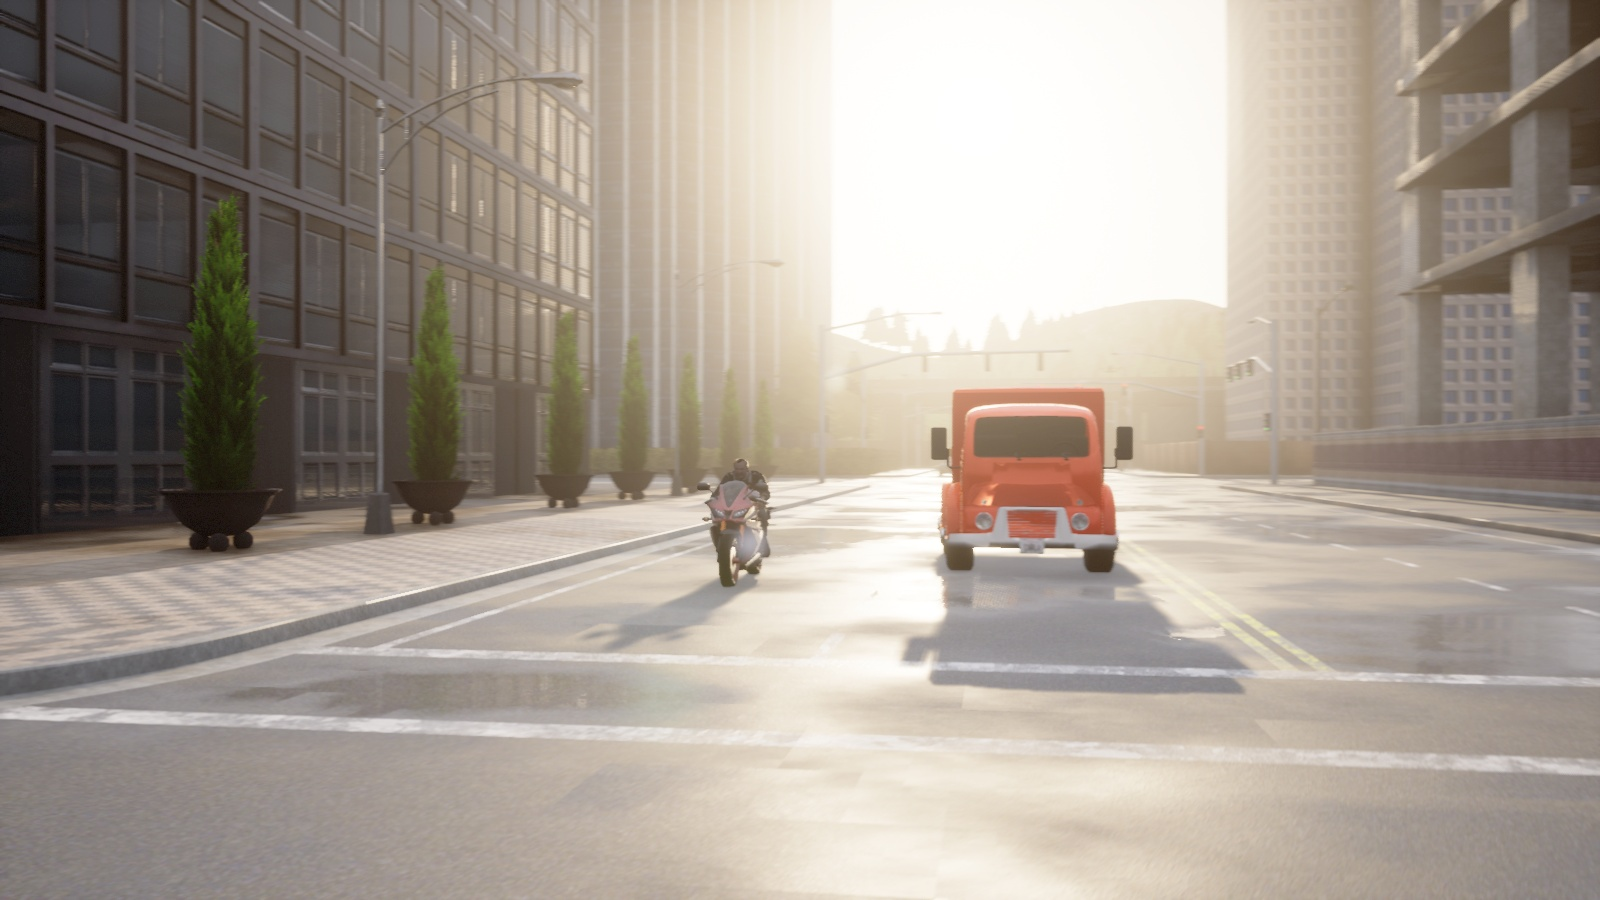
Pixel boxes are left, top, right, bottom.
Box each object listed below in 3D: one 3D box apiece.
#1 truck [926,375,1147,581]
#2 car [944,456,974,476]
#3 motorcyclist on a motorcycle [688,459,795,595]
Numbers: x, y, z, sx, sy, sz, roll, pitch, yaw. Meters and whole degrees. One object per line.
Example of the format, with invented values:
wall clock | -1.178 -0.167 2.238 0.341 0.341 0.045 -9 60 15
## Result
truck | 3.268 0.350 17.831 2.627 2.467 5.204 0 0 9
car | 11.691 1.177 92.199 1.994 1.385 4.181 0 0 9
motorcyclist on a motorcycle | -0.671 0.879 15.364 0.866 1.530 2.191 0 0 9
